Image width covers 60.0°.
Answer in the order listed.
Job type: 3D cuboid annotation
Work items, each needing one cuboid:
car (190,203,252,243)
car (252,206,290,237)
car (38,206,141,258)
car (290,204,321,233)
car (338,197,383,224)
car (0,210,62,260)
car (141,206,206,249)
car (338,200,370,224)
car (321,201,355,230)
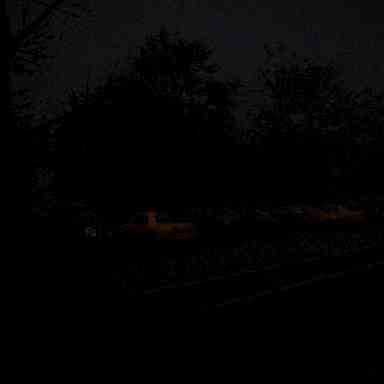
[{"bbox_3d":[0.267,1.408,16.484,4.553,1.767,2.185,-1,-1,33],"label":"car"},{"bbox_3d":[2.606,1.582,18.286,4.674,1.452,2.002,-1,-1,33],"label":"car"},{"bbox_3d":[-4.535,1.392,12.991,4.553,1.767,2.185,-1,-1,34],"label":"car"},{"bbox_3d":[4.955,1.591,20.089,4.674,1.452,2.002,-1,-1,33],"label":"car"},{"bbox_3d":[11.967,1.450,25.561,4.553,1.767,2.185,-1,-1,32],"label":"car"},{"bbox_3d":[-6.900,1.508,11.218,5.008,1.535,2.097,-1,-1,34],"label":"car"},{"bbox_3d":[-2.285,1.525,14.828,5.366,1.575,1.946,-1,-1,34],"label":"car"},{"bbox_3d":[9.464,1.567,23.834,5.366,1.575,1.946,-1,-1,32],"label":"car"},{"bbox_3d":[7.452,1.554,21.813,5.366,1.575,1.946,-1,-1,32],"label":"car"}]
